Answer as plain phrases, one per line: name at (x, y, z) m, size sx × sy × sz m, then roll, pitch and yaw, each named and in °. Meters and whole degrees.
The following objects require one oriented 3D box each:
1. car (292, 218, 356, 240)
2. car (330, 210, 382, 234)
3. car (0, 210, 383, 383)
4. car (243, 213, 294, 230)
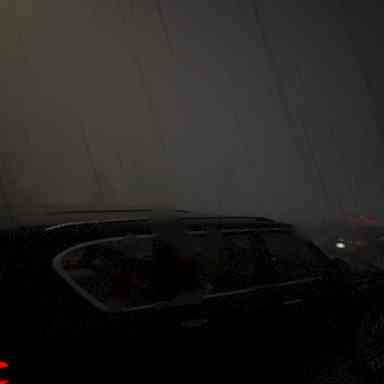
car at (9.439, 2.592, 23.614) m, size 4.718 × 1.301 × 1.895 m, roll 5°, pitch -3°, yaw -35°
car at (16.167, 3.003, 32.691) m, size 5.566 × 2.045 × 2.150 m, roll 6°, pitch -3°, yaw -35°
car at (0.269, 1.248, 3.935) m, size 5.566 × 2.045 × 2.150 m, roll 1°, pitch -1°, yaw -35°
car at (7.094, 2.747, 30.537) m, size 4.718 × 1.301 × 1.895 m, roll 5°, pitch -3°, yaw -35°
